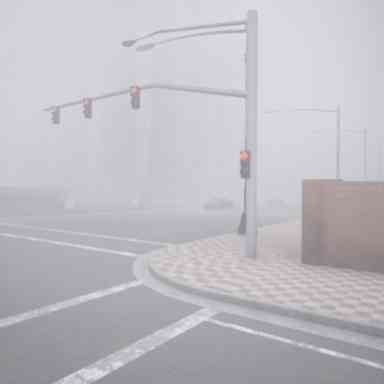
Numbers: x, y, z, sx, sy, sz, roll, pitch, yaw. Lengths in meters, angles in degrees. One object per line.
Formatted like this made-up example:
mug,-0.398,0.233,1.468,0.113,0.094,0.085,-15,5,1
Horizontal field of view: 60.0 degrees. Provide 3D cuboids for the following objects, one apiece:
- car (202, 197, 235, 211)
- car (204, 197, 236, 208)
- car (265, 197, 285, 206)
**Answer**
car,3.137,1.389,39.351,1.882,1.535,5.008,0,0,36
car,4.032,1.444,46.558,2.033,1.411,5.357,0,0,36
car,13.276,1.477,53.252,1.994,1.385,4.181,0,0,36
